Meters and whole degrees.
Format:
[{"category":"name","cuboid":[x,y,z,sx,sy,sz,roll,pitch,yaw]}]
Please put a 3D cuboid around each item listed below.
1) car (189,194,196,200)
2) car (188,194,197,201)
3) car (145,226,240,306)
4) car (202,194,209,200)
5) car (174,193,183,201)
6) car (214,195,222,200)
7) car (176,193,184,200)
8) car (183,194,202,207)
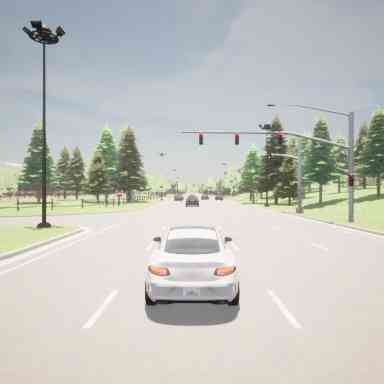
[{"category":"car","cuboid":[0.114,1.332,92.853,1.837,1.490,4.892,0,0,0]},{"category":"car","cuboid":[0.102,1.347,82.820,2.097,1.767,4.553,0,0,0]},{"category":"car","cuboid":[0.016,1.526,7.917,1.812,1.442,4.674,0,0,0]},{"category":"car","cuboid":[3.614,1.355,93.232,2.097,1.767,4.553,0,0,0]},{"category":"car","cuboid":[-3.398,1.543,82.821,1.994,1.385,4.181,0,0,0]},{"category":"car","cuboid":[7.110,1.525,89.508,2.128,1.511,4.902,0,0,0]},{"category":"car","cuboid":[-3.386,1.187,92.827,2.097,1.767,4.553,0,0,0]},{"category":"car","cuboid":[0.063,1.352,51.790,2.097,1.767,4.553,0,0,0]}]
